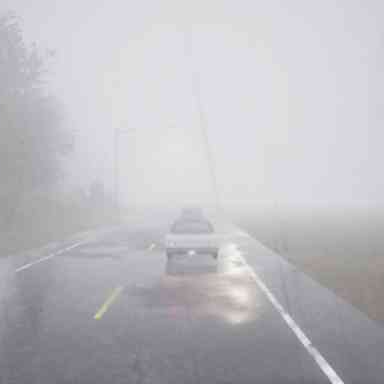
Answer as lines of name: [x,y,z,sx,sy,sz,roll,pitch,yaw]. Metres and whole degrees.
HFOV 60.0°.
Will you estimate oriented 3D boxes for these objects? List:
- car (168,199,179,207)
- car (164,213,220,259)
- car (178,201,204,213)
car: [-3.518,2.185,65.678,1.837,1.490,4.892,0,0,0]
car: [0.018,1.740,13.222,1.895,1.301,4.718,0,-1,0]
car: [0.028,1.782,29.216,1.882,1.535,5.008,0,0,1]
